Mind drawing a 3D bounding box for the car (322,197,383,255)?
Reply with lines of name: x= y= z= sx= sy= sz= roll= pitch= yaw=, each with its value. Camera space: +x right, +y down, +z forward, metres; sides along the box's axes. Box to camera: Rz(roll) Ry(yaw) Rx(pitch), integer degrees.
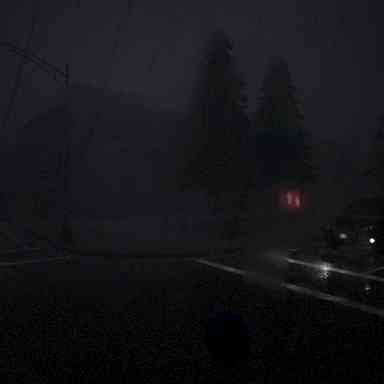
car: x=7.713 y=1.248 z=13.737 sx=5.566 sy=2.045 sz=2.150 roll=0 pitch=0 yaw=-37
